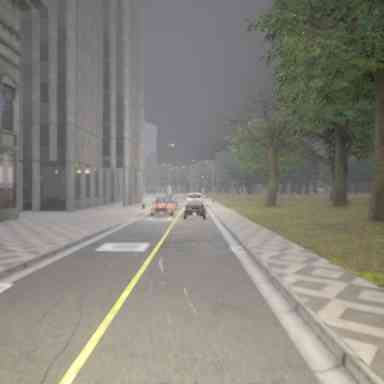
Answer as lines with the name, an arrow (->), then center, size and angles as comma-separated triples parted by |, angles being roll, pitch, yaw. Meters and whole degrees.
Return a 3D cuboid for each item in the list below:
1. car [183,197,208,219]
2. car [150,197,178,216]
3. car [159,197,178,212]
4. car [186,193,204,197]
car -> 0.262, 1.495, 28.725 | 1.837, 1.490, 4.892 | 0, 0, 2
car -> -2.757, 1.315, 32.121 | 2.097, 1.767, 4.553 | 0, 0, 0
car -> -2.696, 1.416, 39.891 | 1.882, 1.535, 5.008 | 0, 0, 0
car -> 0.368, 1.152, 42.628 | 2.150, 2.045, 5.566 | 0, 1, 1
